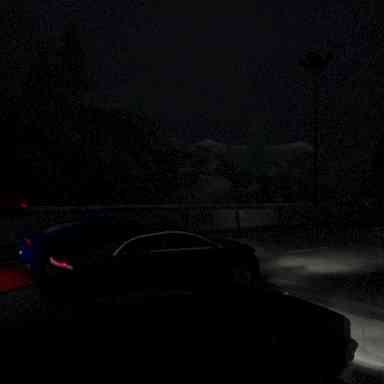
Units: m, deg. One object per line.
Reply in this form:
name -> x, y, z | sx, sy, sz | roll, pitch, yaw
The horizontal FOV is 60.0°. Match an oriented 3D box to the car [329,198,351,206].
car -> 21.608, 1.522, 45.815 | 5.357, 1.411, 2.033 | 0, 0, -19

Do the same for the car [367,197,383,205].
car -> 23.586, 1.479, 39.078 | 4.902, 1.511, 2.128 | 0, 0, -19

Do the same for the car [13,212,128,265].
car -> -2.540, 1.458, 10.327 | 5.008, 1.535, 1.882 | 0, 0, -34

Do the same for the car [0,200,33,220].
car -> -15.727, 1.439, 26.968 | 4.892, 1.490, 1.837 | 0, 0, -34

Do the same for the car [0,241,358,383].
car -> -0.632, 1.541, 3.230 | 5.357, 1.411, 2.033 | 0, 0, -35

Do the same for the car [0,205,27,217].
car -> -11.460, 1.556, 17.216 | 4.718, 1.301, 1.895 | 0, 0, -35

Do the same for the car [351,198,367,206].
car -> 23.484, 1.460, 42.751 | 5.008, 1.535, 1.882 | 0, 0, -19

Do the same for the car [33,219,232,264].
car -> -0.619, 1.479, 7.397 | 4.902, 1.511, 2.128 | 0, 0, -34

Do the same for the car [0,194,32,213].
car -> -14.593, 1.162, 23.545 | 5.566, 2.045, 2.150 | 0, 0, -34
